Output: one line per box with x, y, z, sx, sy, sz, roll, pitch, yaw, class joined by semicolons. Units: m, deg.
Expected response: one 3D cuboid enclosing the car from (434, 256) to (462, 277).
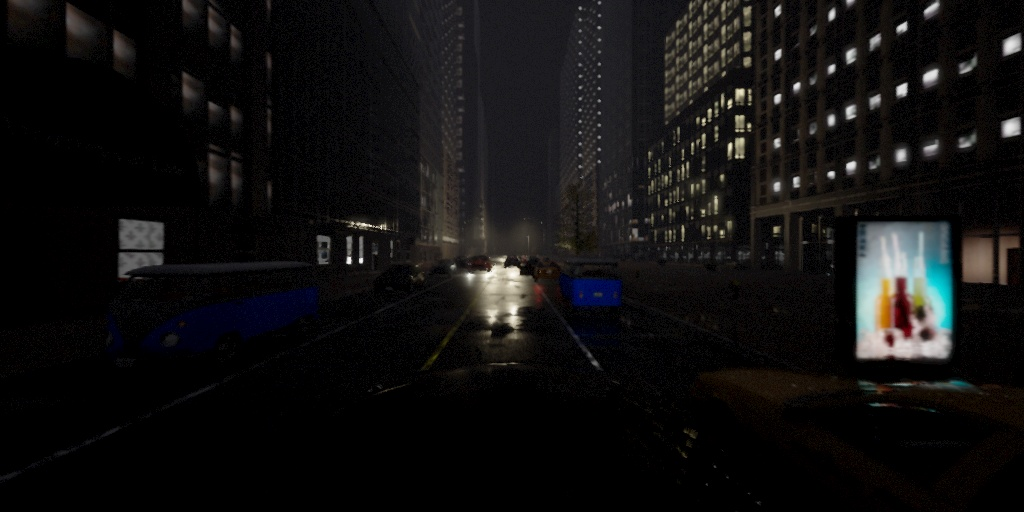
-5.696;0.949;30.131;2.007;1.370;4.403;0;0;0;car

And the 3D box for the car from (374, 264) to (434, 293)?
-5.694;1.105;18.754;1.948;1.339;4.313;0;0;0;car

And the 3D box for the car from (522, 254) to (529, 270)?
2.681;0.740;47.177;2.007;1.370;4.403;0;0;0;car

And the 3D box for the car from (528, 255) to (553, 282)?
2.346;0.920;24.861;1.801;1.575;5.366;0;1;0;car

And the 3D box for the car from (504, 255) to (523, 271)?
0.001;0.829;44.066;1.895;1.301;4.718;0;1;0;car

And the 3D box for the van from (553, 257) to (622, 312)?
2.689;0.950;13.047;1.690;1.789;3.998;0;0;0;van

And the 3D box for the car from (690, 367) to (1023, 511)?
2.691;1.276;1.839;1.751;1.417;4.829;0;0;0;car

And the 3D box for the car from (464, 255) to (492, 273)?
-3.090;0.691;34.945;2.097;1.767;4.553;0;1;0;car

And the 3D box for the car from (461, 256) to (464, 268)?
-5.698;0.699;41.509;1.967;1.591;4.097;0;0;0;car

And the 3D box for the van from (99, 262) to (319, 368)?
-5.691;1.021;7.376;1.690;1.789;3.998;0;0;0;van
